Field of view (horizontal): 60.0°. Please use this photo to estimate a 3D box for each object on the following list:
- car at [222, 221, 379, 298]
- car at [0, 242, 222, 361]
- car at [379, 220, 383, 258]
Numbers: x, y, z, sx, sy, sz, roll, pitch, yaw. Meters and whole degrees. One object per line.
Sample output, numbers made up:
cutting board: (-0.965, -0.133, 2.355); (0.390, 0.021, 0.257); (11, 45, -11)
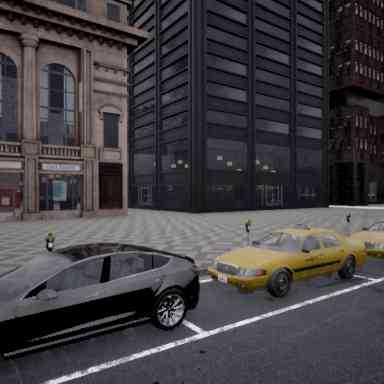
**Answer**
car: (2.611, 1.525, 8.495); (4.829, 1.417, 1.752); (0, 0, -35)
car: (-1.850, 1.566, 5.329); (4.313, 1.339, 1.947); (0, 0, -35)
car: (7.211, 1.525, 11.760); (4.829, 1.417, 1.752); (0, 0, -35)
